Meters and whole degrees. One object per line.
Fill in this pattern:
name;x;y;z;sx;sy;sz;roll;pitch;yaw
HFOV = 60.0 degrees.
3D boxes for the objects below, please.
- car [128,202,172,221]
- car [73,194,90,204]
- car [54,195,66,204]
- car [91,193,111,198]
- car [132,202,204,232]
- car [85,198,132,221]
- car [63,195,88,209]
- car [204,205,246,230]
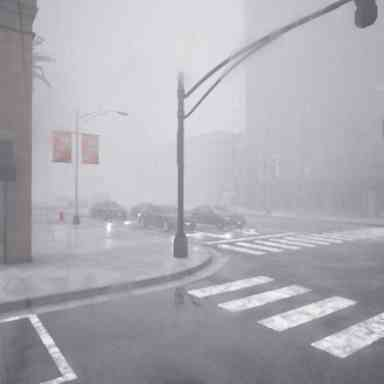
car;-3.701;1.591;28.916;1.994;1.385;4.181;0;0;-36
car;-21.749;1.340;65.319;2.097;1.767;4.553;0;0;-32
car;-25.329;1.327;64.832;2.097;1.767;4.553;0;0;-36
car;-15.704;1.226;57.028;2.150;2.045;5.566;0;0;-36
car;-1.614;1.533;20.458;1.837;1.490;4.892;0;0;-36
car;-7.108;1.518;28.082;1.837;1.490;4.892;0;0;-36
car;-15.900;1.520;45.932;1.812;1.442;4.674;0;0;-35
car;1.425;1.567;21.828;1.812;1.442;4.674;0;0;-37
